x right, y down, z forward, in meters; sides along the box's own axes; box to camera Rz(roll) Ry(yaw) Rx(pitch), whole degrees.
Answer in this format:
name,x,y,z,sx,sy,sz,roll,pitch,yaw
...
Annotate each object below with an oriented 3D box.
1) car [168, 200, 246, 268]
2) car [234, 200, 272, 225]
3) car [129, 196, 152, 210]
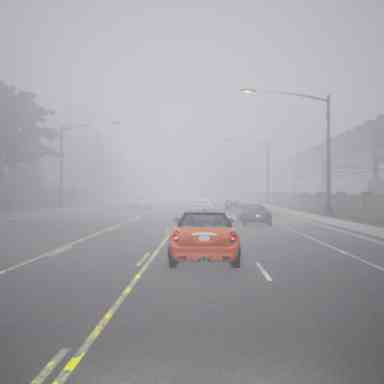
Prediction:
name,x,y,z,sx,sy,sz,roll,pitch,yaw
car,0.411,1.313,11.381,2.097,1.767,4.553,0,0,2
car,4.281,1.501,23.296,1.994,1.385,4.181,0,0,2
car,-5.859,1.164,38.314,1.812,1.442,4.674,0,0,2
